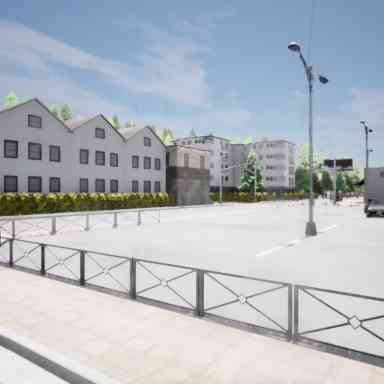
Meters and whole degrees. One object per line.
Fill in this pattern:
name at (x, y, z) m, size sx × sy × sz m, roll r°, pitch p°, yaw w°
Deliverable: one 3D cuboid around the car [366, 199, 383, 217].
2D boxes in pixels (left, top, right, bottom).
car at (15.364, 1.298, 26.852) m, size 2.007 × 1.523 × 4.514 m, roll 0°, pitch 0°, yaw 35°
